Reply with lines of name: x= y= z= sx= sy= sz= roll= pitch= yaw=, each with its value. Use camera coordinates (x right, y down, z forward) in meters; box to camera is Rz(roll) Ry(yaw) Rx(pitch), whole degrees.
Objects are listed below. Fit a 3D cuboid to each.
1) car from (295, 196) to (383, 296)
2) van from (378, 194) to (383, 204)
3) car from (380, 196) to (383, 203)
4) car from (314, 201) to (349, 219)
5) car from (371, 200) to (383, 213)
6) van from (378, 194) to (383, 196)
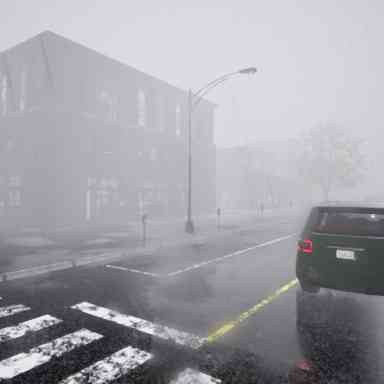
car: x=4.312 y=1.224 z=8.193 sx=2.150 sy=2.045 sz=5.566 roll=0 pitch=0 yaw=35
van: x=38.099 y=1.353 z=65.887 sx=1.690 sy=1.788 sz=3.998 roll=1 pitch=1 yaw=35
car: x=41.294 y=1.561 z=70.417 sx=2.008 sy=1.369 sz=4.403 roll=1 pitch=1 yaw=35
car: x=12.518 y=1.575 z=29.665 sx=1.947 sy=1.339 sz=4.313 roll=1 pitch=0 yaw=35
car: x=22.132 y=1.613 z=38.631 sx=1.895 sy=1.301 sz=4.718 roll=0 pitch=0 yaw=35
van: x=28.507 y=1.354 z=52.303 sx=1.690 sy=1.788 sz=3.998 roll=1 pitch=1 yaw=35
